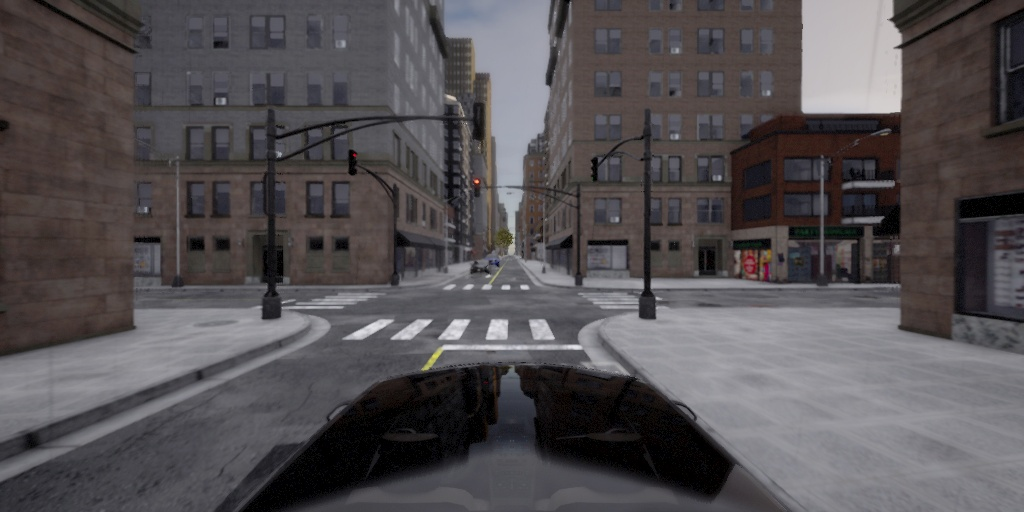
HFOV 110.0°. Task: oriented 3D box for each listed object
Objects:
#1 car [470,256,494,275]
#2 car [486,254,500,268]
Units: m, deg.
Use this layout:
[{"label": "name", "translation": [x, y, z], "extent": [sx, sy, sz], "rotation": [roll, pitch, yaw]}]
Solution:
[{"label": "car", "translation": [-3.081, 1.062, 35.932], "extent": [1.837, 1.490, 4.892], "rotation": [0, 0, 0]}, {"label": "car", "translation": [-3.043, 0.676, 54.340], "extent": [2.150, 2.045, 5.566], "rotation": [0, 0, 1]}]
